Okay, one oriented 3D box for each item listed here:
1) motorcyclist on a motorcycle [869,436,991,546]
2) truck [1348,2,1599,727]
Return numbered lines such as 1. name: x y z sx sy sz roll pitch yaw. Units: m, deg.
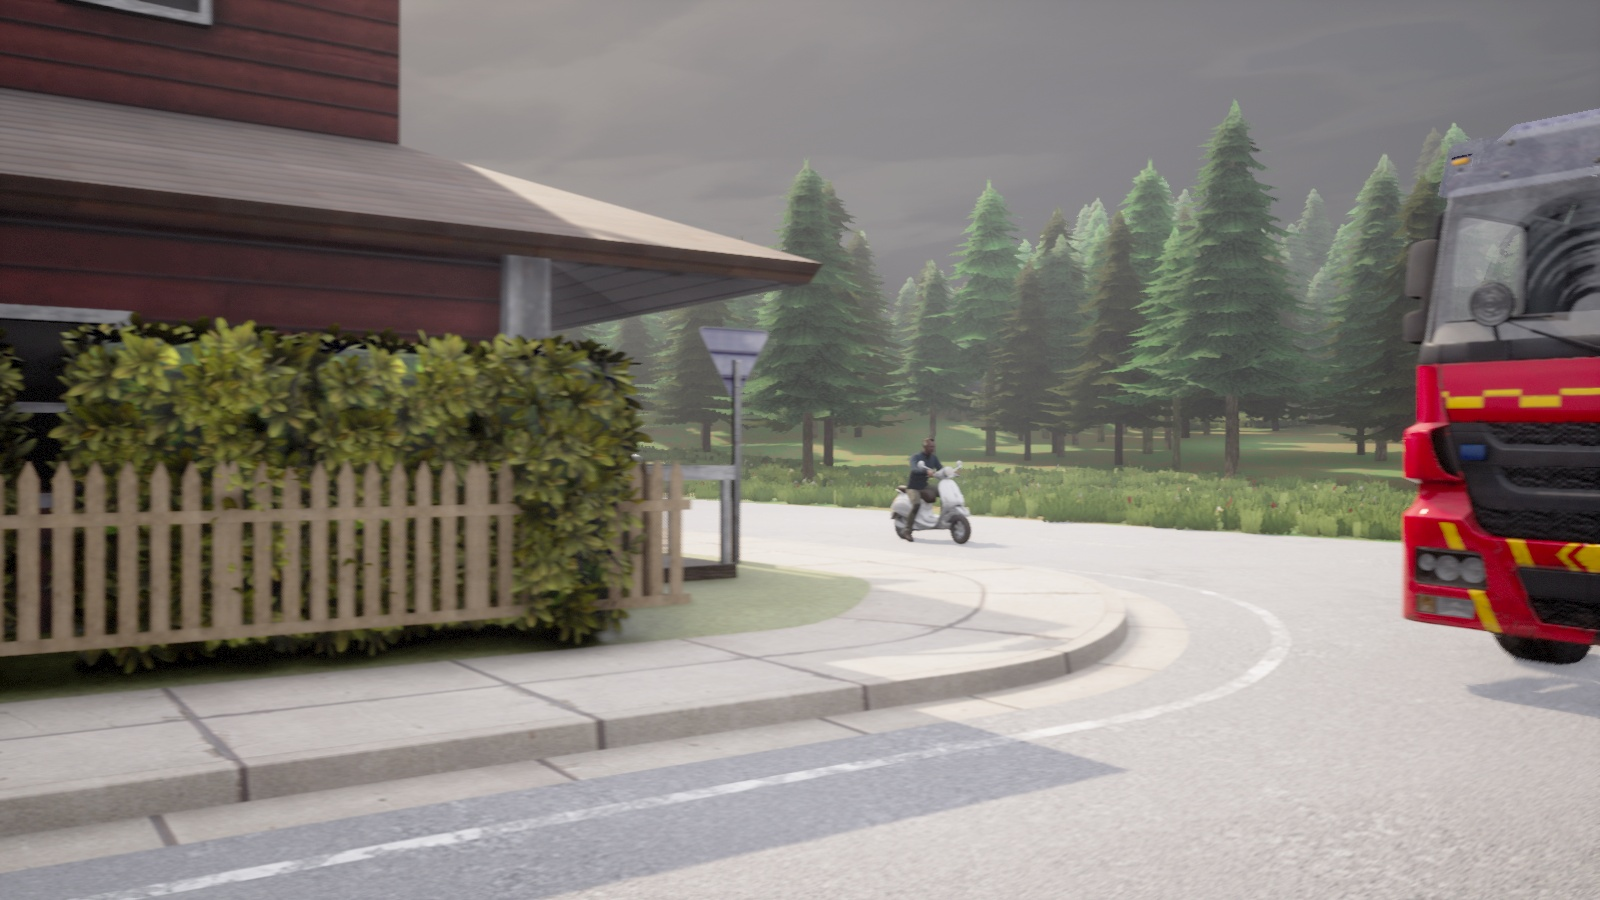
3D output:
1. motorcyclist on a motorcycle: 1.956 0.597 19.123 0.866 1.590 1.817 0 0 -35
2. truck: 7.714 -0.472 9.021 8.468 3.827 2.891 0 1 -35
